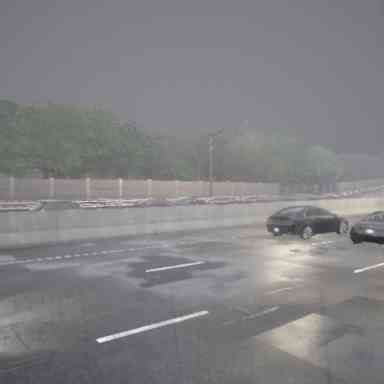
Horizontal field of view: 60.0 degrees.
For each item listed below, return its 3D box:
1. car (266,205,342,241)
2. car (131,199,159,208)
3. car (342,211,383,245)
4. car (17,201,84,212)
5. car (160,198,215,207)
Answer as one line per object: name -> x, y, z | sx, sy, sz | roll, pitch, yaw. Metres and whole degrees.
car -> 5.796, 1.432, 16.454 | 4.892, 1.490, 1.837 | -1, 0, -35
car -> -3.846, 1.437, 35.606 | 5.357, 1.411, 2.033 | -1, 0, -35
car -> 8.568, 1.482, 14.129 | 4.181, 1.385, 1.994 | -1, 0, -35
car -> -8.481, 1.343, 19.435 | 4.553, 1.767, 2.097 | 0, 0, -35
car -> -0.060, 1.401, 29.707 | 4.892, 1.490, 1.837 | 0, 0, -35
